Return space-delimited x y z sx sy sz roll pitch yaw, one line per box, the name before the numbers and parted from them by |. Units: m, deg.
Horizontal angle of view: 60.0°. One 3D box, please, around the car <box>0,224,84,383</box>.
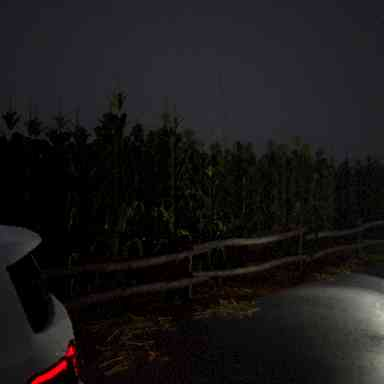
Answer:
car | -3.202 1.224 1.060 5.566 2.045 2.150 0 0 -38
